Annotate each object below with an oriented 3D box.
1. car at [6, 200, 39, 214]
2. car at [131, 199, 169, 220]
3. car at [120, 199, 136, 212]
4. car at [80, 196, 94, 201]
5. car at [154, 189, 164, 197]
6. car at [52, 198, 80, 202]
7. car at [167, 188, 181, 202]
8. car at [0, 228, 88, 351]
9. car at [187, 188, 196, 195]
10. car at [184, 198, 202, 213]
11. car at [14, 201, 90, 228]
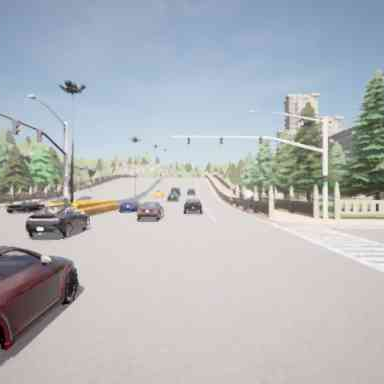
[{"bbox_3d":[-17.563,1.557,35.215,1.895,1.301,4.718,0,0,0],"label":"car"},{"bbox_3d":[-3.394,1.512,27.813,2.033,1.411,5.357,0,0,0],"label":"car"},{"bbox_3d":[-6.893,1.516,37.849,1.994,1.385,4.181,0,0,0],"label":"car"},{"bbox_3d":[-17.552,1.341,55.032,1.812,1.442,4.674,0,2,0],"label":"car"},{"bbox_3d":[-7.146,0.154,72.726,1.882,1.535,5.008,0,6,0],"label":"car"},{"bbox_3d":[-17.502,1.491,45.090,2.033,1.411,5.357,0,0,0],"label":"car"},{"bbox_3d":[-3.593,0.817,62.769,2.097,1.767,4.553,0,3,0],"label":"car"},{"bbox_3d":[-3.398,1.557,5.401,1.994,1.385,4.181,0,0,0],"label":"car"},{"bbox_3d":[-0.162,-0.157,75.865,1.837,1.490,4.892,0,7,0],"label":"car"},{"bbox_3d":[0.108,1.431,36.083,1.882,1.535,5.008,0,0,0],"label":"car"},{"bbox_3d":[-6.897,1.470,17.557,2.128,1.511,4.902,0,0,0],"label":"car"}]
